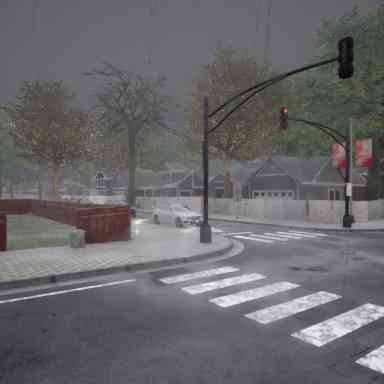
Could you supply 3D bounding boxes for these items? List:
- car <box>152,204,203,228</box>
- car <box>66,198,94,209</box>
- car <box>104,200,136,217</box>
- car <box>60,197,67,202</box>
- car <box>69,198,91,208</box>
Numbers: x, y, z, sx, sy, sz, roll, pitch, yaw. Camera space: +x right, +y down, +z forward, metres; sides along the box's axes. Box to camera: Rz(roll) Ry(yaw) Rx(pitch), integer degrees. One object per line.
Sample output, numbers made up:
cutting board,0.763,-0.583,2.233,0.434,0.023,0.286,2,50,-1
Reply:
car,-1.043,1.547,22.621,1.812,1.442,4.674,0,0,-36
car,-12.873,1.530,39.168,1.882,1.535,5.008,0,0,-35
car,-6.884,1.513,30.789,1.882,1.535,5.008,0,0,-36
car,-22.422,1.601,57.379,2.128,1.511,4.902,0,0,-36
car,-16.760,1.654,49.573,1.994,1.385,4.181,0,0,-35
